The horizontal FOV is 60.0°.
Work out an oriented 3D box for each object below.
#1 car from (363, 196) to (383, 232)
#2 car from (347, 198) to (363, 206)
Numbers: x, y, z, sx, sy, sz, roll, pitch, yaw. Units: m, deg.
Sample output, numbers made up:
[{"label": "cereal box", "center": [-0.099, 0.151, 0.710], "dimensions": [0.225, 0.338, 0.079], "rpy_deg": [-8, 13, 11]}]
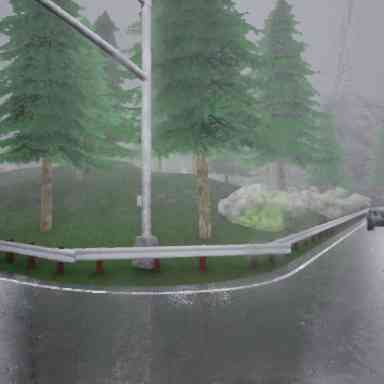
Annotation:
[{"label": "car", "center": [11.985, 1.249, 20.085], "dimensions": [2.150, 2.045, 5.566], "rpy_deg": [0, 0, 33]}, {"label": "car", "center": [21.358, 1.387, 43.002], "dimensions": [1.812, 1.442, 4.674], "rpy_deg": [0, 0, -10]}]
